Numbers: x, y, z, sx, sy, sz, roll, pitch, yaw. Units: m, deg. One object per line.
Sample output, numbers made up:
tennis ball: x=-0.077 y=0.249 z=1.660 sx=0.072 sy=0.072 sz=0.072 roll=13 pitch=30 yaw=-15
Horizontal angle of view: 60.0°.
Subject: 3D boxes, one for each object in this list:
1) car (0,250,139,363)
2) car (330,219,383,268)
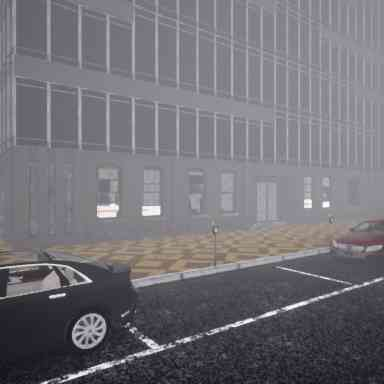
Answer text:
car: x=-2.891 y=1.551 z=4.497 sx=4.403 sy=1.369 sz=2.008 roll=0 pitch=0 yaw=-36
car: x=6.367 y=1.582 z=11.121 sx=4.206 sy=1.307 sz=1.802 roll=0 pitch=0 yaw=-36
